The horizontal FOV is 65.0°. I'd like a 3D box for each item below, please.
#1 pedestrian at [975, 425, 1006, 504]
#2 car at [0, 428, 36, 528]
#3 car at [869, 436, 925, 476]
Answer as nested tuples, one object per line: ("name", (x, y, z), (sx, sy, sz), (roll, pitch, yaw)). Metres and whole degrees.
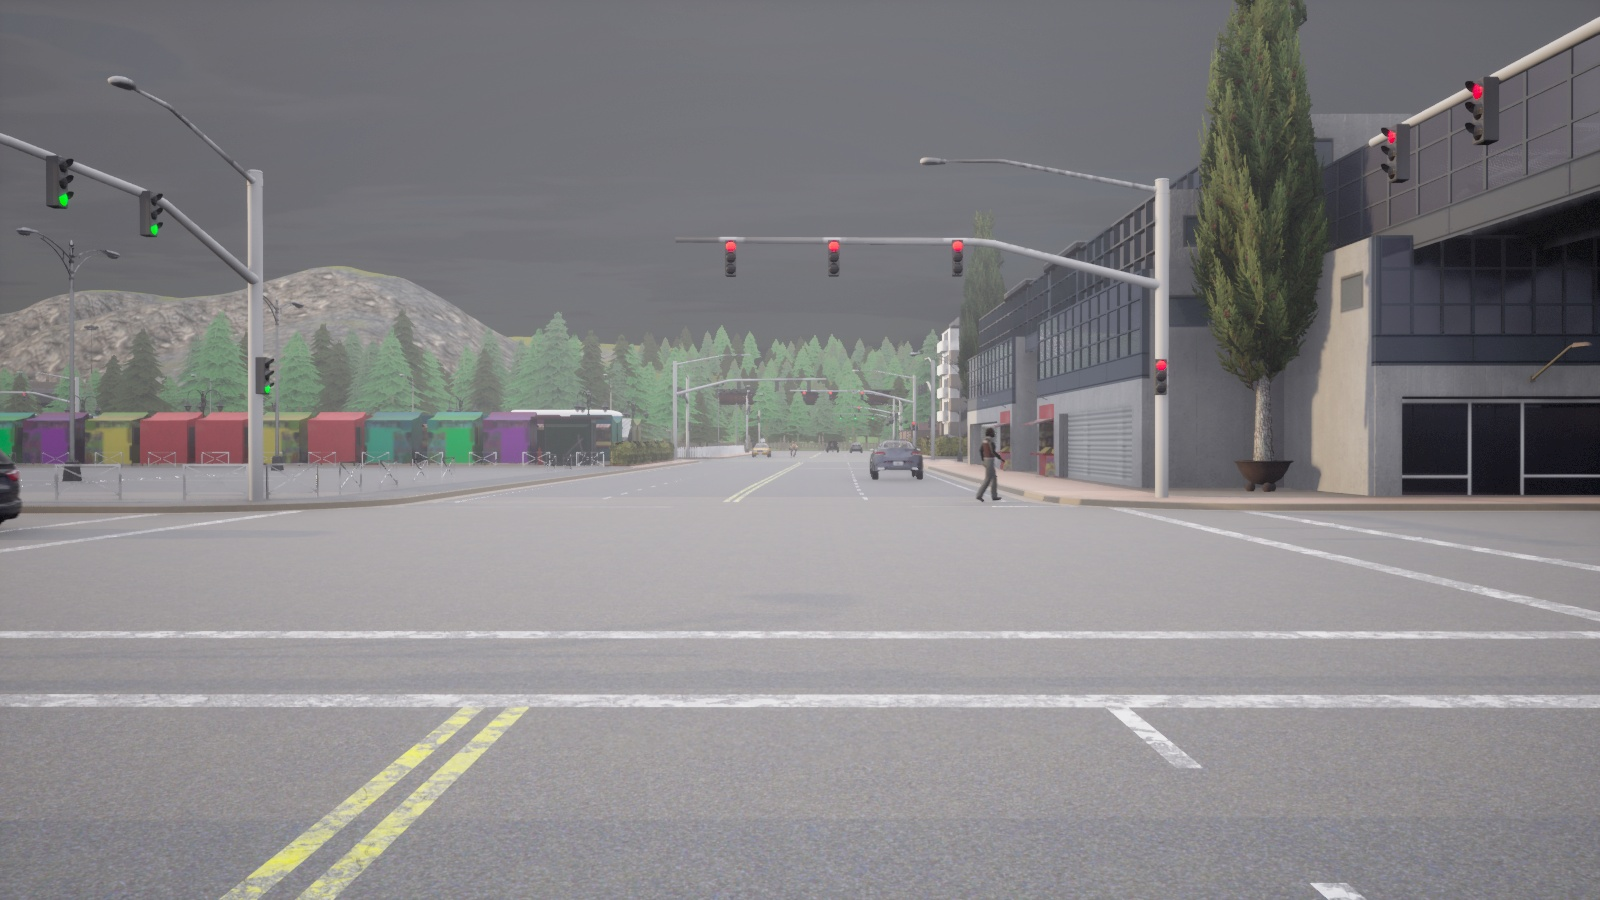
("pedestrian", (4.700, 0.354, 31.010), (0.666, 1.930, 0.402), (0, 0, -7))
("car", (-15.555, 0.462, 20.668), (4.611, 1.667, 2.242), (0, 0, 3))
("car", (4.036, 0.228, 53.192), (2.152, 1.651, 5.027), (0, 0, 2))
